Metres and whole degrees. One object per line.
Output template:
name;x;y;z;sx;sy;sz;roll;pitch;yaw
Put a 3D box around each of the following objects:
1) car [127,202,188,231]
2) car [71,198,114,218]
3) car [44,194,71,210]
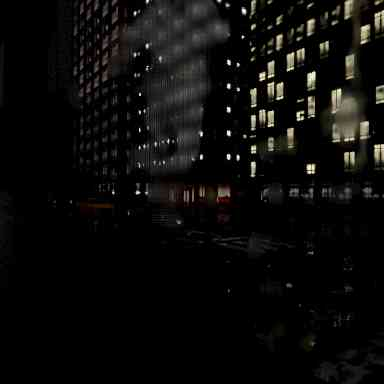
car;-2.148;1.344;19.821;2.128;1.511;4.902;0;0;-37
car;-8.214;1.248;27.986;1.882;1.535;5.008;0;0;-36
car;-14.847;1.029;36.931;2.097;1.767;4.553;0;0;-36
